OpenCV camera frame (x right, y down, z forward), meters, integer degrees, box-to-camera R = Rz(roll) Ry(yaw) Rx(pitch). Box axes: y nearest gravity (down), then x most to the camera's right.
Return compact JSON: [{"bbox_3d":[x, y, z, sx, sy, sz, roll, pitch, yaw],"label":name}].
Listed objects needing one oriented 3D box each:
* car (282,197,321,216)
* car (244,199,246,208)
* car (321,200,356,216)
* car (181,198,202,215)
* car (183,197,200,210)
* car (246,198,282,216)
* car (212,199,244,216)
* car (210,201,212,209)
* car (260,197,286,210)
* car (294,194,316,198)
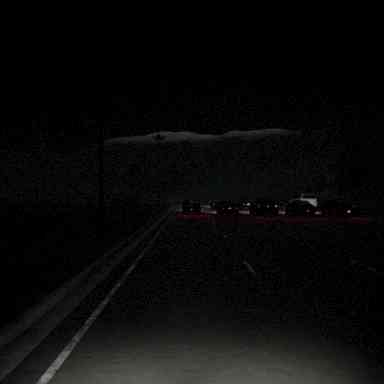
[{"bbox_3d":[10.460,1.525,32.274,1.812,1.442,4.674,0,0,0],"label":"car"},{"bbox_3d":[6.910,1.546,42.799,2.033,1.411,5.357,0,0,0],"label":"car"},{"bbox_3d":[13.964,1.501,32.018,1.837,1.490,4.892,0,-1,0],"label":"car"},{"bbox_3d":[-0.048,1.490,34.527,2.128,1.511,4.902,0,0,0],"label":"car"},{"bbox_3d":[-0.096,1.490,43.966,2.128,1.511,4.902,0,0,0],"label":"car"},{"bbox_3d":[6.959,1.351,32.673,2.097,1.767,4.553,0,0,0],"label":"car"},{"bbox_3d":[3.456,1.546,32.950,2.033,1.411,5.357,0,0,0],"label":"car"},{"bbox_3d":[3.400,1.599,44.007,1.895,1.301,4.718,0,0,0],"label":"car"},{"bbox_3d":[10.404,1.490,43.135,2.128,1.511,4.902,0,0,0],"label":"car"},{"bbox_3d":[13.915,1.220,41.866,2.150,2.045,5.566,0,0,0],"label":"car"}]
